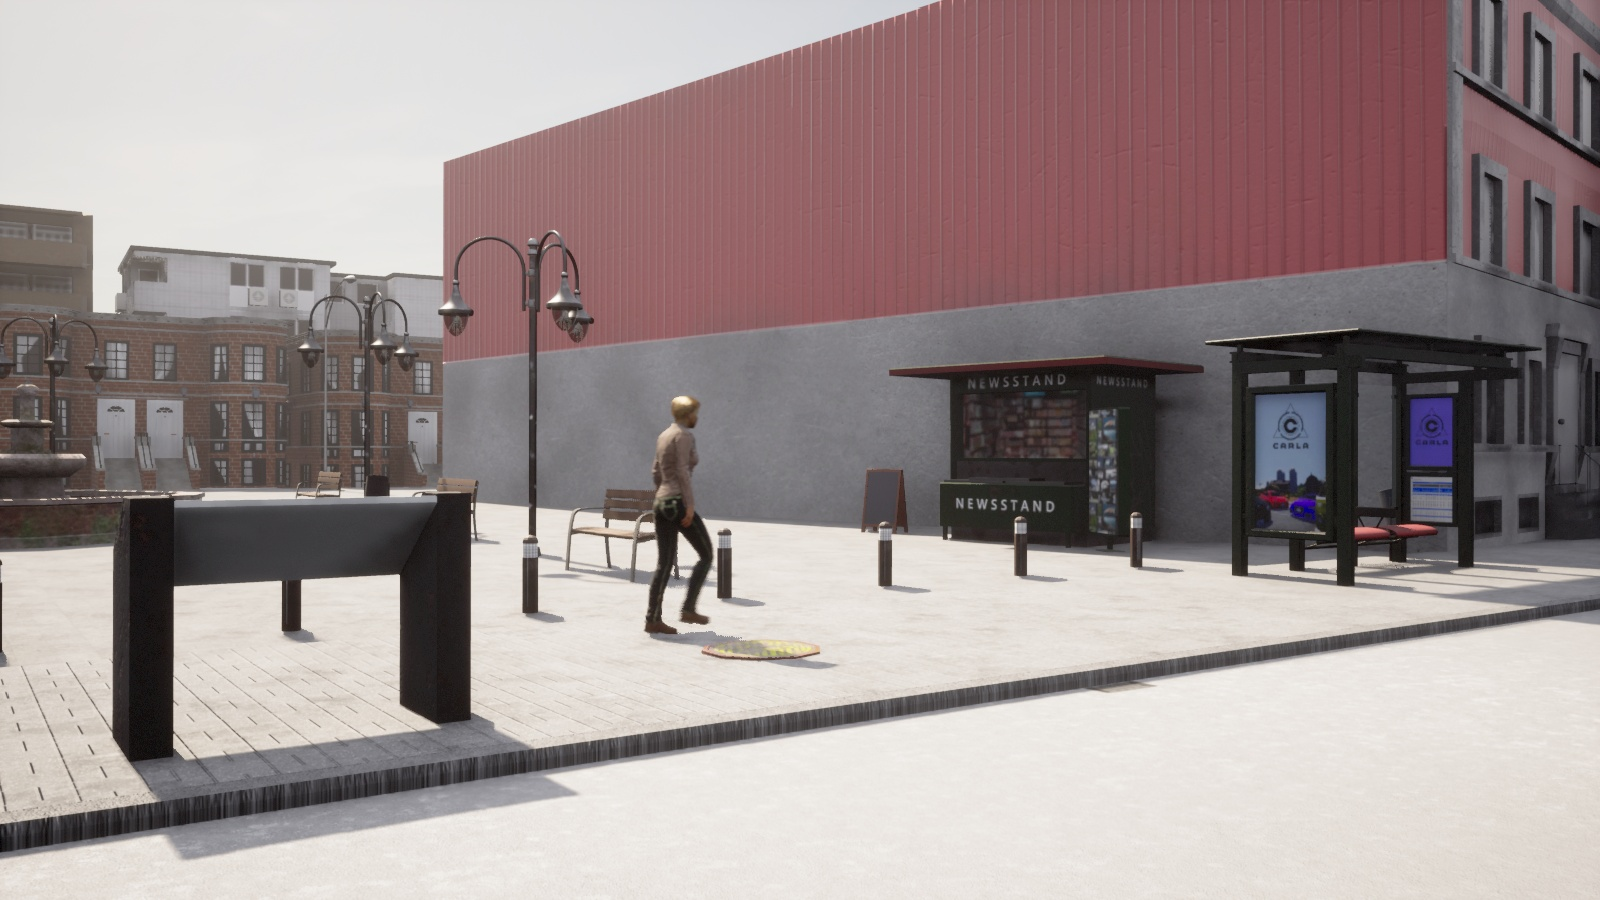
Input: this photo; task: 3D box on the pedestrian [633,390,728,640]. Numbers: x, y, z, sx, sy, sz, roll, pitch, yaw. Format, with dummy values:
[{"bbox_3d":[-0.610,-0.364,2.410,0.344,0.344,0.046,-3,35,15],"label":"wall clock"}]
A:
[{"bbox_3d":[-0.910,0.480,9.580,0.634,1.846,0.331,0,0,-33],"label":"pedestrian"}]
